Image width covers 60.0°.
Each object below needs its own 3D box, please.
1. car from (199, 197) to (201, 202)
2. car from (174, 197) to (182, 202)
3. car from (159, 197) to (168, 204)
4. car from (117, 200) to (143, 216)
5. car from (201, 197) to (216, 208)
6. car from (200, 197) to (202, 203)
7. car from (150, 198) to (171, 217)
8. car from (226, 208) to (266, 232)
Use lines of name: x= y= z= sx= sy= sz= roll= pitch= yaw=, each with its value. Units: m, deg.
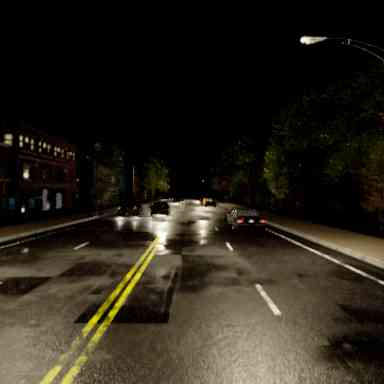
car: x=3.249 y=2.146 z=81.191 sx=1.837 sy=1.490 sz=4.892 roll=0 pitch=0 yaw=0
car: x=-3.251 y=1.879 z=76.608 sx=1.837 sy=1.490 sz=4.892 roll=0 pitch=0 yaw=0
car: x=-6.501 y=1.903 z=76.608 sx=1.812 sy=1.442 sz=4.674 roll=0 pitch=0 yaw=0
car: x=-6.584 y=1.641 z=35.811 sx=2.097 sy=1.767 sz=4.553 roll=0 pitch=0 yaw=0
car: x=3.249 y=1.964 z=59.190 sx=2.128 sy=1.511 sz=4.902 roll=0 pitch=0 yaw=0
car: x=3.249 y=2.034 z=70.191 sx=1.882 sy=1.535 sz=5.008 roll=0 pitch=0 yaw=0
car: x=-3.336 y=1.767 z=35.650 sx=1.882 sy=1.535 sz=5.008 roll=0 pitch=0 yaw=0
car: x=3.350 y=1.722 z=21.287 sx=2.033 sy=1.411 sz=5.357 roll=0 pitch=0 yaw=0
